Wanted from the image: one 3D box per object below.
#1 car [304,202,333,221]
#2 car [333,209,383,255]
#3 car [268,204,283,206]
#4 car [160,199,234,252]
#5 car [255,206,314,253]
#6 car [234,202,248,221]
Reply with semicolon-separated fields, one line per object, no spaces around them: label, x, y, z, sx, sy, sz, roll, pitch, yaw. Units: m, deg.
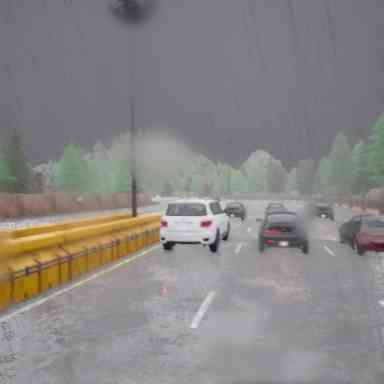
car;10.636;1.578;27.875;1.837;1.490;4.892;-1;0;13
car;7.193;1.570;13.254;1.994;1.385;4.181;-1;0;13
car;7.232;1.684;28.684;1.994;1.385;4.181;-1;0;13
car;0.308;1.321;14.599;2.150;2.045;5.566;-1;0;13
car;3.786;1.564;14.070;1.837;1.490;4.892;-1;0;13
car;3.819;1.677;29.463;1.837;1.490;4.892;-1;0;13
